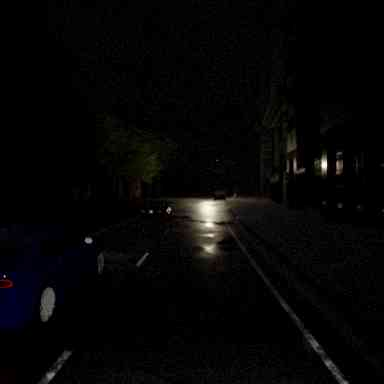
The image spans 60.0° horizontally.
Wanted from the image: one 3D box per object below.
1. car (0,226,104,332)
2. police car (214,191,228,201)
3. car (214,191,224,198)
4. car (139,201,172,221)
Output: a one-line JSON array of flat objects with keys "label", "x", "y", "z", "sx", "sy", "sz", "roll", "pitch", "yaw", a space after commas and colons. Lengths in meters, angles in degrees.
[{"label": "car", "x": -3.300, "y": 1.434, "z": 6.926, "sx": 1.882, "sy": 1.535, "sz": 5.008, "roll": 0, "pitch": 0, "yaw": 1}, {"label": "police car", "x": 4.949, "y": 0.766, "z": 58.895, "sx": 1.930, "sy": 1.638, "sz": 5.238, "roll": 0, "pitch": 1, "yaw": 7}, {"label": "car", "x": 6.419, "y": 0.463, "z": 78.071, "sx": 1.882, "sy": 1.535, "sz": 5.008, "roll": 0, "pitch": 1, "yaw": 9}, {"label": "car", "x": -2.657, "y": 1.383, "z": 25.283, "sx": 2.033, "sy": 1.411, "sz": 5.357, "roll": 0, "pitch": 1, "yaw": 3}]
